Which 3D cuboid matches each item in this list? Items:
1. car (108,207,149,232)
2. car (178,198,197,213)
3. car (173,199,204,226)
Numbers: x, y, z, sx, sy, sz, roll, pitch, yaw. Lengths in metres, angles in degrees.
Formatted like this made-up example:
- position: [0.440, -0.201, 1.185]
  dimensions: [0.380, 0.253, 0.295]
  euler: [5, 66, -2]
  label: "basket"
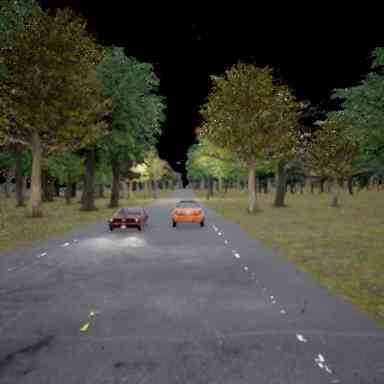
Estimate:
- position: [-3.808, 1.632, 20.594]
  dimensions: [1.895, 1.301, 4.718]
  euler: [0, 0, -1]
  label: "car"
- position: [-0.511, 1.526, 39.028]
  dimensions: [2.128, 1.511, 4.902]
  euler: [0, 0, -1]
  label: "car"
- position: [-0.263, 1.373, 23.645]
  dimensions: [2.097, 1.767, 4.553]
  euler: [0, 0, -1]
  label: "car"
